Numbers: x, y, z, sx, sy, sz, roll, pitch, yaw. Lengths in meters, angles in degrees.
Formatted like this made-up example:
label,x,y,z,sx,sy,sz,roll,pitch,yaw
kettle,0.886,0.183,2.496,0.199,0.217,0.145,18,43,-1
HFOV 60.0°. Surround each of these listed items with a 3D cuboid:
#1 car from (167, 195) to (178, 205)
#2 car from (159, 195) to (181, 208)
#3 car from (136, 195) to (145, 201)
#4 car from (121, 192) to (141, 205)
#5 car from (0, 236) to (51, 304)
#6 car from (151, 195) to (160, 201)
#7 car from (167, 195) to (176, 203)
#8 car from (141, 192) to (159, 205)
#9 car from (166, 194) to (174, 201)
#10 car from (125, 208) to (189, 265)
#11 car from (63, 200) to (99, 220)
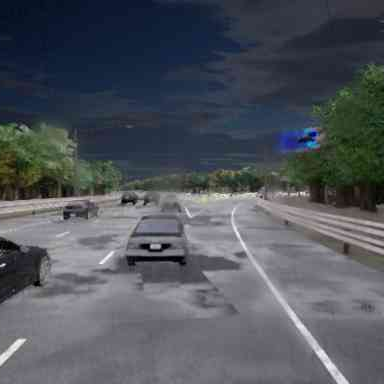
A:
label,x,y,z,sx,sy,sz,roll,pitch,yaw
car,-3.410,1.353,57.046,1.837,1.490,4.892,0,0,-4
car,-2.292,1.224,37.195,2.097,1.767,4.553,0,0,-3
car,-12.197,1.399,78.813,1.994,1.385,4.181,0,0,-6
car,-10.046,1.049,53.561,2.150,2.045,5.566,0,0,-4
car,-4.281,1.494,6.223,1.812,1.442,4.674,0,0,-3
car,-8.841,1.382,80.492,2.128,1.511,4.902,0,0,-6
car,-4.219,1.380,67.943,1.812,1.442,4.674,0,0,-5
car,-6.597,1.058,54.507,2.150,2.045,5.566,0,0,-4
car,-5.359,1.343,80.839,1.882,1.535,5.008,0,0,-6
car,-1.103,1.508,11.500,2.033,1.411,5.357,0,0,-3
car,-8.700,1.388,26.377,1.837,1.490,4.892,0,0,-3
